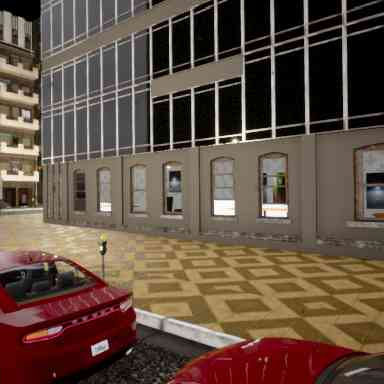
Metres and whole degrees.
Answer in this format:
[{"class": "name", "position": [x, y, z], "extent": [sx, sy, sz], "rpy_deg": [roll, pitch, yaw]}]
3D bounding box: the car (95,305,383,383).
[{"class": "car", "position": [1.765, 1.545, 1.626], "extent": [4.507, 1.381, 1.887], "rpy_deg": [0, -1, 36]}]

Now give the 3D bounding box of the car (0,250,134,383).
[{"class": "car", "position": [-2.804, 1.546, 4.892], "extent": [4.507, 1.381, 1.887], "rpy_deg": [0, -1, 36]}]
